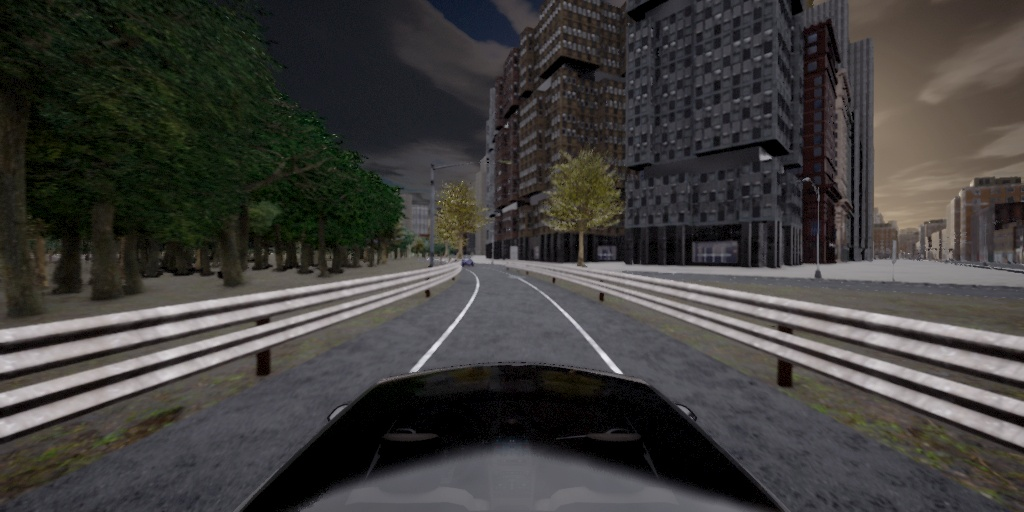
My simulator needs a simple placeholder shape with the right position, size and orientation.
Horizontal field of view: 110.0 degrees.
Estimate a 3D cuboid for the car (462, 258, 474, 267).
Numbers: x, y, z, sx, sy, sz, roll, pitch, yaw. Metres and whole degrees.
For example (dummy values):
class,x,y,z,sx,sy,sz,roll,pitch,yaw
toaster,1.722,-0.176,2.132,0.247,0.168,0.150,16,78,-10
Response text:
class,x,y,z,sx,sy,sz,roll,pitch,yaw
car,-7.630,1.002,60.040,1.812,1.442,4.674,0,0,-19
